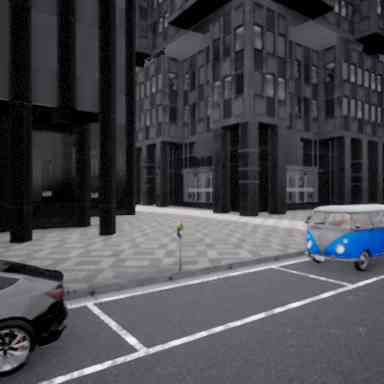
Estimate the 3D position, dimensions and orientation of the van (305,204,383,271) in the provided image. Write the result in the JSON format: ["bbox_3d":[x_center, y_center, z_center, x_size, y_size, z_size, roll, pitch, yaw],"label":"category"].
[{"bbox_3d":[5.232,1.289,10.379,3.998,1.788,1.690,0,0,-35],"label":"van"}]

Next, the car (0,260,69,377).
[{"bbox_3d":[-3.743,1.571,3.978,4.313,1.339,1.947,0,0,-35],"label":"car"}]
